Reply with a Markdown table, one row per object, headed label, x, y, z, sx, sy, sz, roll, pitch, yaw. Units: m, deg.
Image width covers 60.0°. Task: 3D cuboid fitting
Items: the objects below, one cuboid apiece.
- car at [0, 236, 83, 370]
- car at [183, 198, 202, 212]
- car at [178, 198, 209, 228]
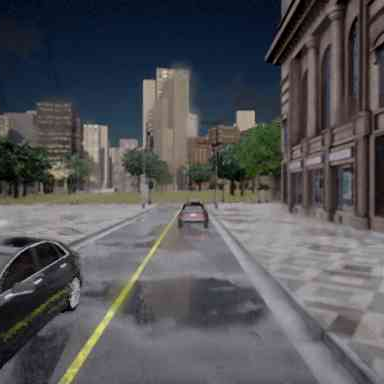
| label | x | y | z | sx | sy | sz | roll | pitch | yaw |
| --- | --- | --- | --- | --- | --- | --- | --- | --- | --- |
| car | -3.102 | 1.507 | 4.883 | 1.837 | 1.490 | 4.892 | 0 | 0 | 0 |
| car | 0.082 | 1.474 | 39.310 | 2.128 | 1.511 | 4.902 | 0 | 0 | 0 |
| car | 0.089 | 1.430 | 22.248 | 2.033 | 1.649 | 4.856 | 0 | 0 | 0 |
